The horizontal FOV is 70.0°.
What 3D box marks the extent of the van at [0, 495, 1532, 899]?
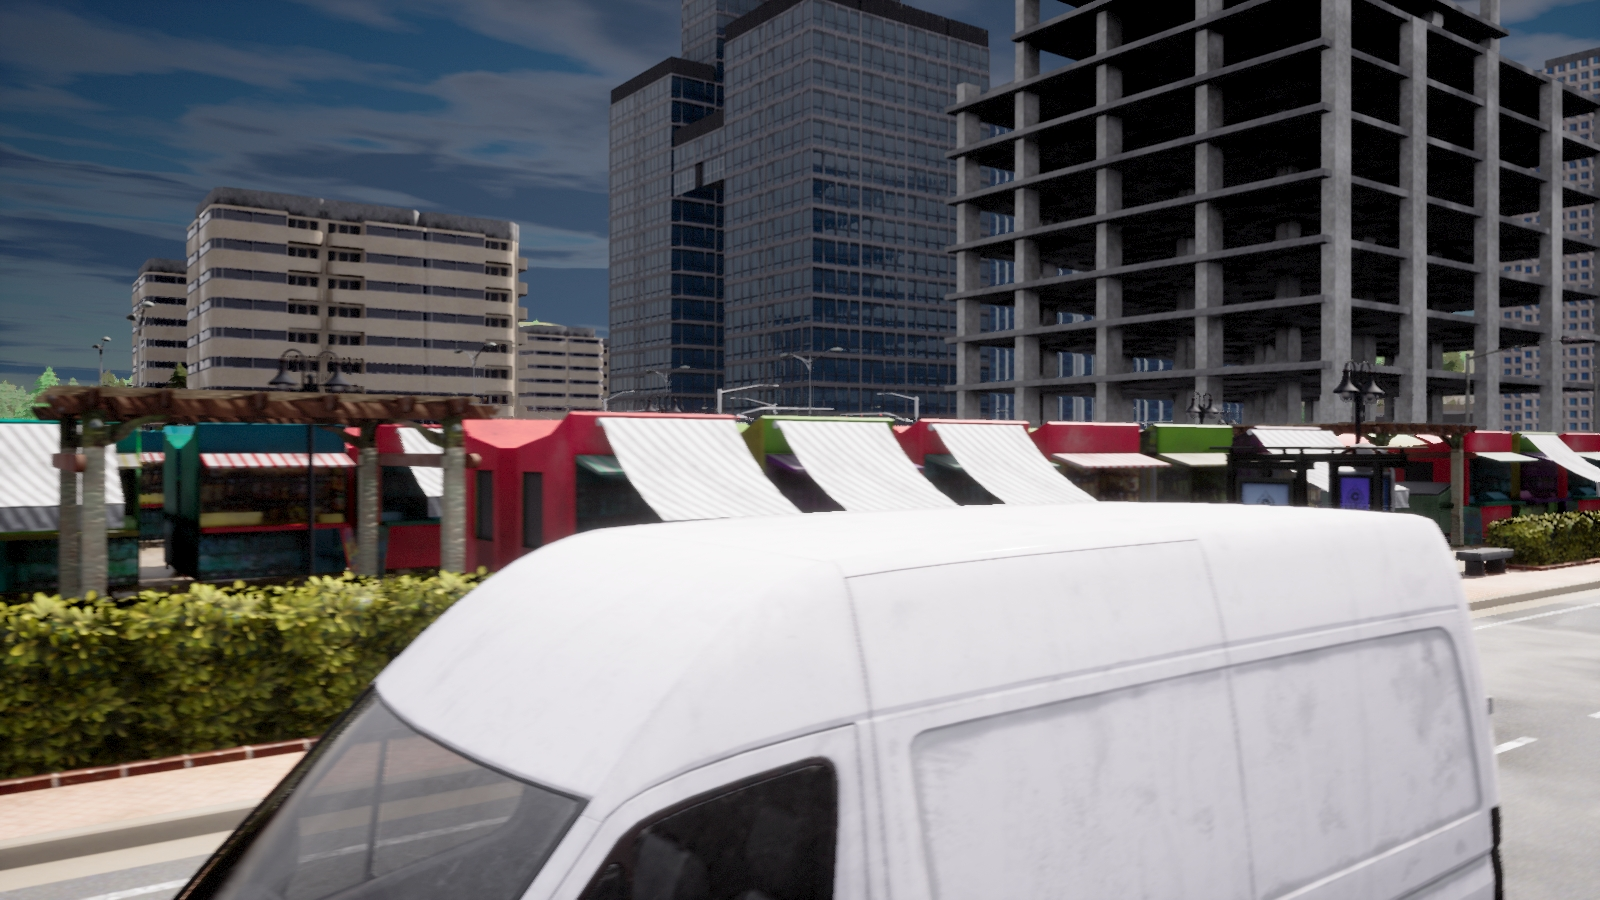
[{"bbox_3d":[0.122,1.535,3.907,5.915,2.561,1.988,0,0,-36],"label":"van"}]
